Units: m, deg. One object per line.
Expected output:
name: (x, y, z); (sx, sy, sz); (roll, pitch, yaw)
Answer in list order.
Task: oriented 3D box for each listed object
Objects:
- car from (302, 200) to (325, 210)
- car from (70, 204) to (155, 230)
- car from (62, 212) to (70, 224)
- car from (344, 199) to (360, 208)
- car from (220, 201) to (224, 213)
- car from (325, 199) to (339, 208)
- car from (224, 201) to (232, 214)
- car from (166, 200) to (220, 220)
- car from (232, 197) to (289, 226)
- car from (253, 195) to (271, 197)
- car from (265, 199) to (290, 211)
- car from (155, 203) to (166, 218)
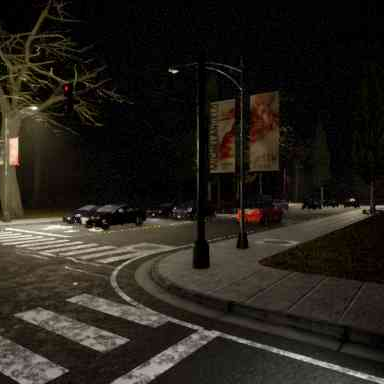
car: (17.020, 1.812, 47.157); (1.812, 1.442, 4.674); (0, 0, 35)
car: (-5.035, 1.567, 21.821); (2.128, 1.511, 4.902); (0, 0, 35)
car: (-7.245, 1.637, 24.341); (1.994, 1.385, 4.181); (0, 0, 36)
car: (26.374, 1.892, 54.807); (2.128, 1.511, 4.902); (0, -1, 35)
car: (3.814, 1.776, 40.035); (1.895, 1.301, 4.718); (0, 0, 35)
car: (23.486, 1.916, 56.362); (1.812, 1.442, 4.674); (0, -1, 35)
car: (5.870, 1.680, 37.303); (1.837, 1.490, 4.892); (0, 0, 35)
car: (0.215, 1.473, 29.277); (2.097, 1.767, 4.553); (0, 0, 35)
car: (5.171, 1.480, 24.679); (2.097, 1.767, 4.553); (0, 0, 35)
car: (9.898, 1.472, 48.599); (2.150, 2.045, 5.566); (0, 0, 38)
car: (11.821, 1.772, 45.694); (1.812, 1.442, 4.674); (0, 0, 36)
car: (-1.915, 1.667, 31.887); (2.033, 1.411, 5.357); (0, 0, 35)
